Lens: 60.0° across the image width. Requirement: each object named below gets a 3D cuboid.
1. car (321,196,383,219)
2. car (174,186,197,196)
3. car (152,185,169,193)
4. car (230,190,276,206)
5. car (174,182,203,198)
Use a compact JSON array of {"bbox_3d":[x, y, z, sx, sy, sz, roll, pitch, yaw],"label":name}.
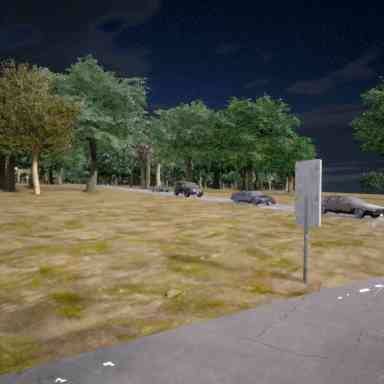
[{"bbox_3d":[11.078,1.010,23.905,2.033,1.411,5.357,2,2,-28],"label":"car"},{"bbox_3d":[-1.073,-0.232,52.733,1.994,1.385,4.181,2,2,-28],"label":"car"},{"bbox_3d":[-5.835,-0.661,61.321,1.994,1.385,4.181,2,2,-29],"label":"car"},{"bbox_3d":[5.985,0.556,33.246,2.033,1.411,5.357,2,2,-29],"label":"car"},{"bbox_3d":[-0.554,-0.356,45.265,2.150,2.045,5.566,2,2,-28],"label":"car"}]
